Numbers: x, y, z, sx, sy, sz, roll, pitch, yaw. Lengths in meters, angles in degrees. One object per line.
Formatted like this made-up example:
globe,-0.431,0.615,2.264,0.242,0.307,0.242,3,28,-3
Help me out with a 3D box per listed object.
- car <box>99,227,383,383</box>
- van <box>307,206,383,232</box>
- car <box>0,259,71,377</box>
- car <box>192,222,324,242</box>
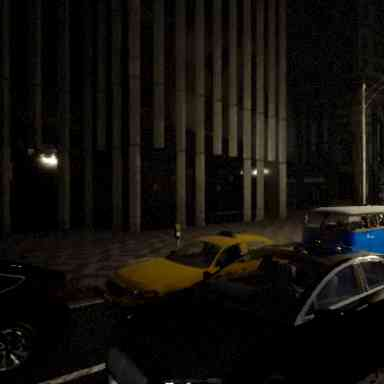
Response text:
car,1.352,1.493,4.309,4.902,1.511,2.128,0,0,-35
van,5.088,1.342,10.286,3.998,1.788,1.690,0,0,-36
car,-3.723,1.566,3.995,4.313,1.339,1.947,0,0,-36
car,0.545,1.526,7.042,4.829,1.417,1.752,0,0,-36
